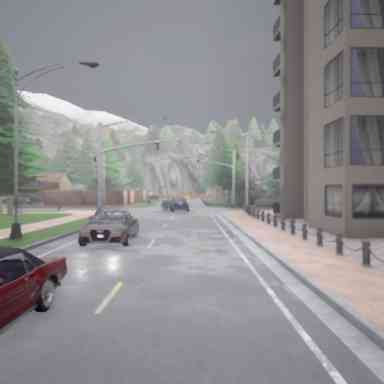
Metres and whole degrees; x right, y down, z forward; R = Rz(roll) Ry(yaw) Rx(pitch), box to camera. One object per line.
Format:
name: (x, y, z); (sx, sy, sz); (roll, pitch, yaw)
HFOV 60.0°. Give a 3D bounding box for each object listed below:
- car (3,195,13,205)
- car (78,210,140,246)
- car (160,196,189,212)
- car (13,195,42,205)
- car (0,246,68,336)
car: (-27.514, 1.043, 50.779); (1.905, 1.878, 3.866); (0, 0, -1)
car: (-3.569, 1.529, 14.930); (1.994, 1.385, 4.181); (0, 0, 0)
car: (-1.999, 1.262, 36.827); (2.097, 1.767, 4.553); (0, 0, -22)
car: (-25.009, 1.040, 51.225); (1.932, 1.855, 4.605); (0, 0, -1)
car: (-3.589, 1.589, 4.905); (1.895, 1.301, 4.718); (0, 0, 0)
